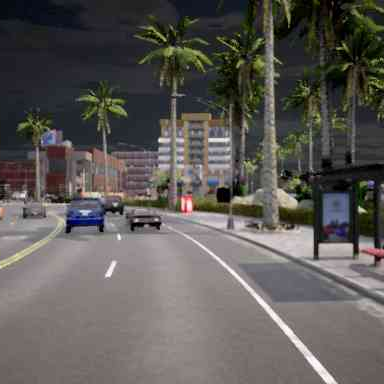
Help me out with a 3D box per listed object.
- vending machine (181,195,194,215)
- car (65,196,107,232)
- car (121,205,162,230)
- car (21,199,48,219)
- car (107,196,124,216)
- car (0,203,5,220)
[{"bbox_3d":[-0.510,1.397,35.480,1.100,2.100,0.880,0,0,-25],"label":"vending machine"},{"bbox_3d":[-6.781,1.346,21.202,2.150,2.045,5.566,0,0,-17],"label":"car"},{"bbox_3d":[-3.348,1.726,21.965,1.895,1.301,4.718,0,0,-17],"label":"car"},{"bbox_3d":[-14.761,1.685,31.172,1.837,1.490,4.892,0,-1,-28],"label":"car"},{"bbox_3d":[-8.901,1.426,35.503,2.150,2.045,5.566,0,0,-28],"label":"car"},{"bbox_3d":[-17.576,1.521,28.975,2.097,1.767,4.553,0,0,-28],"label":"car"}]
